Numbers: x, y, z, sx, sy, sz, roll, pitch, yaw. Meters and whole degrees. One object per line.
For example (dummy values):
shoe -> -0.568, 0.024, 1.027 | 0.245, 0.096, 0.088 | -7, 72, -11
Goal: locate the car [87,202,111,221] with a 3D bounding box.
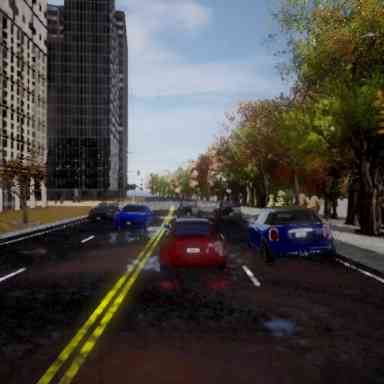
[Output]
car -> -6.973, 1.564, 27.255 | 2.033, 1.411, 5.357 | 0, 0, -2

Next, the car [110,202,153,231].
car -> -3.573, 1.489, 21.085 | 1.882, 1.535, 5.008 | 0, 0, -1

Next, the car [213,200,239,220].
car -> 2.927, 1.467, 27.898 | 2.128, 1.511, 4.902 | -4, 1, -2

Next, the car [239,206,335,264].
car -> 3.223, 1.289, 11.944 | 2.097, 1.767, 4.553 | -4, 0, 0

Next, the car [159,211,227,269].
car -> 0.015, 1.570, 11.140 | 1.994, 1.385, 4.181 | 0, 0, -1

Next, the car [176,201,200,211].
car -> -0.316, 1.506, 28.205 | 2.128, 1.511, 4.902 | 0, 0, -2
